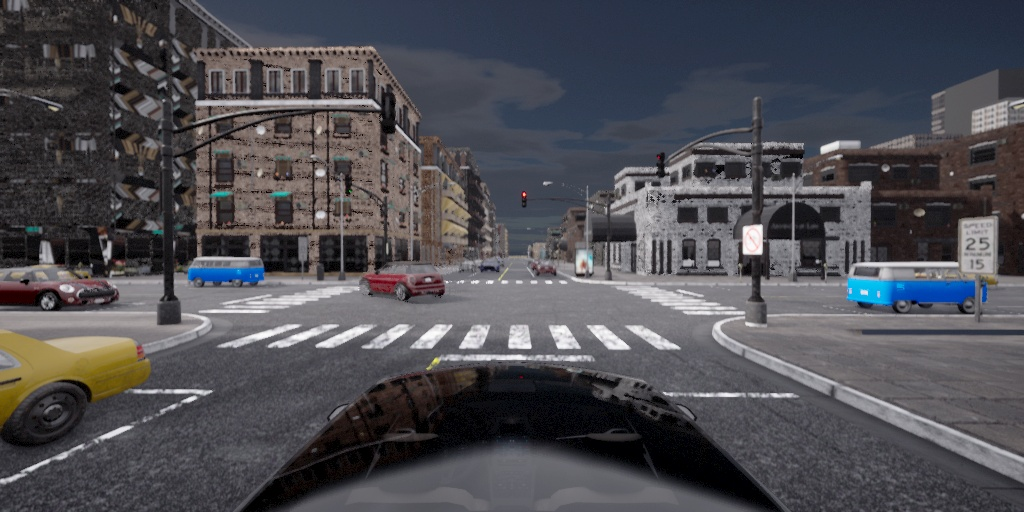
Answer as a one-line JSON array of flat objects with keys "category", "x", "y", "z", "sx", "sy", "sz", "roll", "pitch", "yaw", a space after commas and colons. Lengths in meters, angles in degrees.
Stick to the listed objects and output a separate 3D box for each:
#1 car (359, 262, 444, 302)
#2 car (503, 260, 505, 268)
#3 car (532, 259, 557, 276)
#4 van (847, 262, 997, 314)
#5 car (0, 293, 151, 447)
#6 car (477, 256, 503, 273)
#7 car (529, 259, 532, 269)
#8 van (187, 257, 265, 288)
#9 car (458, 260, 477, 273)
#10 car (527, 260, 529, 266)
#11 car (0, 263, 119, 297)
[{"category": "car", "x": -5.310, "y": 1.055, "z": 17.019, "sx": 4.553, "sy": 1.767, "sz": 2.097, "roll": 1, "pitch": 1, "yaw": 39}, {"category": "car", "x": -2.141, "y": 1.110, "z": 56.922, "sx": 2.128, "sy": 1.511, "sz": 4.902, "roll": 0, "pitch": 0, "yaw": 1}, {"category": "car", "x": 3.254, "y": 1.099, "z": 35.120, "sx": 1.967, "sy": 1.591, "sz": 4.097, "roll": 0, "pitch": 0, "yaw": 1}, {"category": "van", "x": 14.849, "y": 1.122, "z": 13.220, "sx": 3.998, "sy": 1.789, "sz": 1.690, "roll": 0, "pitch": 0, "yaw": 1}, {"category": "car", "x": -5.680, "y": 1.273, "z": 2.631, "sx": 1.751, "sy": 1.417, "sz": 4.829, "roll": 0, "pitch": 0, "yaw": 1}, {"category": "car", "x": -2.433, "y": 1.000, "z": 40.849, "sx": 2.097, "sy": 1.767, "sz": 4.553, "roll": 0, "pitch": 0, "yaw": 1}, {"category": "car", "x": 3.447, "y": 1.218, "z": 46.513, "sx": 1.802, "sy": 1.307, "sz": 4.207, "roll": 0, "pitch": 0, "yaw": 1}, {"category": "van", "x": -17.429, "y": 0.974, "z": 21.909, "sx": 3.998, "sy": 1.789, "sz": 1.690, "roll": 0, "pitch": 0, "yaw": 1}, {"category": "car", "x": -5.029, "y": 1.199, "z": 40.947, "sx": 2.007, "sy": 1.370, "sz": 4.403, "roll": 0, "pitch": 0, "yaw": 1}, {"category": "car", "x": 3.544, "y": 1.176, "z": 52.209, "sx": 2.007, "sy": 1.370, "sz": 4.403, "roll": 0, "pitch": 0, "yaw": 1}, {"category": "car", "x": -17.528, "y": 1.158, "z": 13.529, "sx": 4.097, "sy": 1.591, "sz": 1.967, "roll": 0, "pitch": 0, "yaw": 1}]
